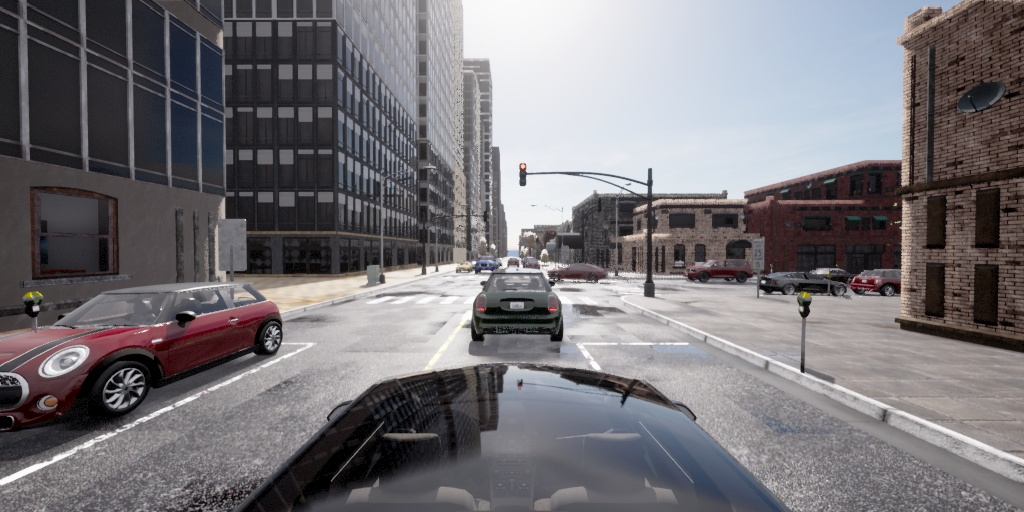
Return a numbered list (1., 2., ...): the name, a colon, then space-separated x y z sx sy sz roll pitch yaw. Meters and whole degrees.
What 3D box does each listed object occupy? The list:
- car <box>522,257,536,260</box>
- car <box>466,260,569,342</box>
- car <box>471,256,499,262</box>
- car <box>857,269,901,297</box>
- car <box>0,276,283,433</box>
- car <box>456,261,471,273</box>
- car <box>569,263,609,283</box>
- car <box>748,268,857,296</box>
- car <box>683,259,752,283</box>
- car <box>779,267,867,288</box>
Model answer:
1. car: 2.807 1.179 49.175 1.967 1.591 4.097 0 0 0
2. car: 0.155 1.100 9.953 2.097 1.767 4.553 0 0 1
3. car: -2.990 0.962 41.540 2.150 2.045 5.566 0 0 1
4. car: 22.005 1.474 20.395 4.097 1.591 1.967 0 0 1
5. car: -5.682 1.188 5.659 1.967 1.591 4.097 0 0 0
6. car: -5.725 1.265 43.437 1.751 1.417 4.829 0 0 0
7. car: 5.074 1.279 27.767 4.674 1.442 1.812 1 1 21
8. car: 16.458 1.547 20.480 4.313 1.339 1.948 0 0 1
9. car: 16.585 1.165 28.858 5.009 1.841 2.192 0 0 1
10. car: 22.587 1.549 26.171 4.718 1.301 1.895 1 1 1
